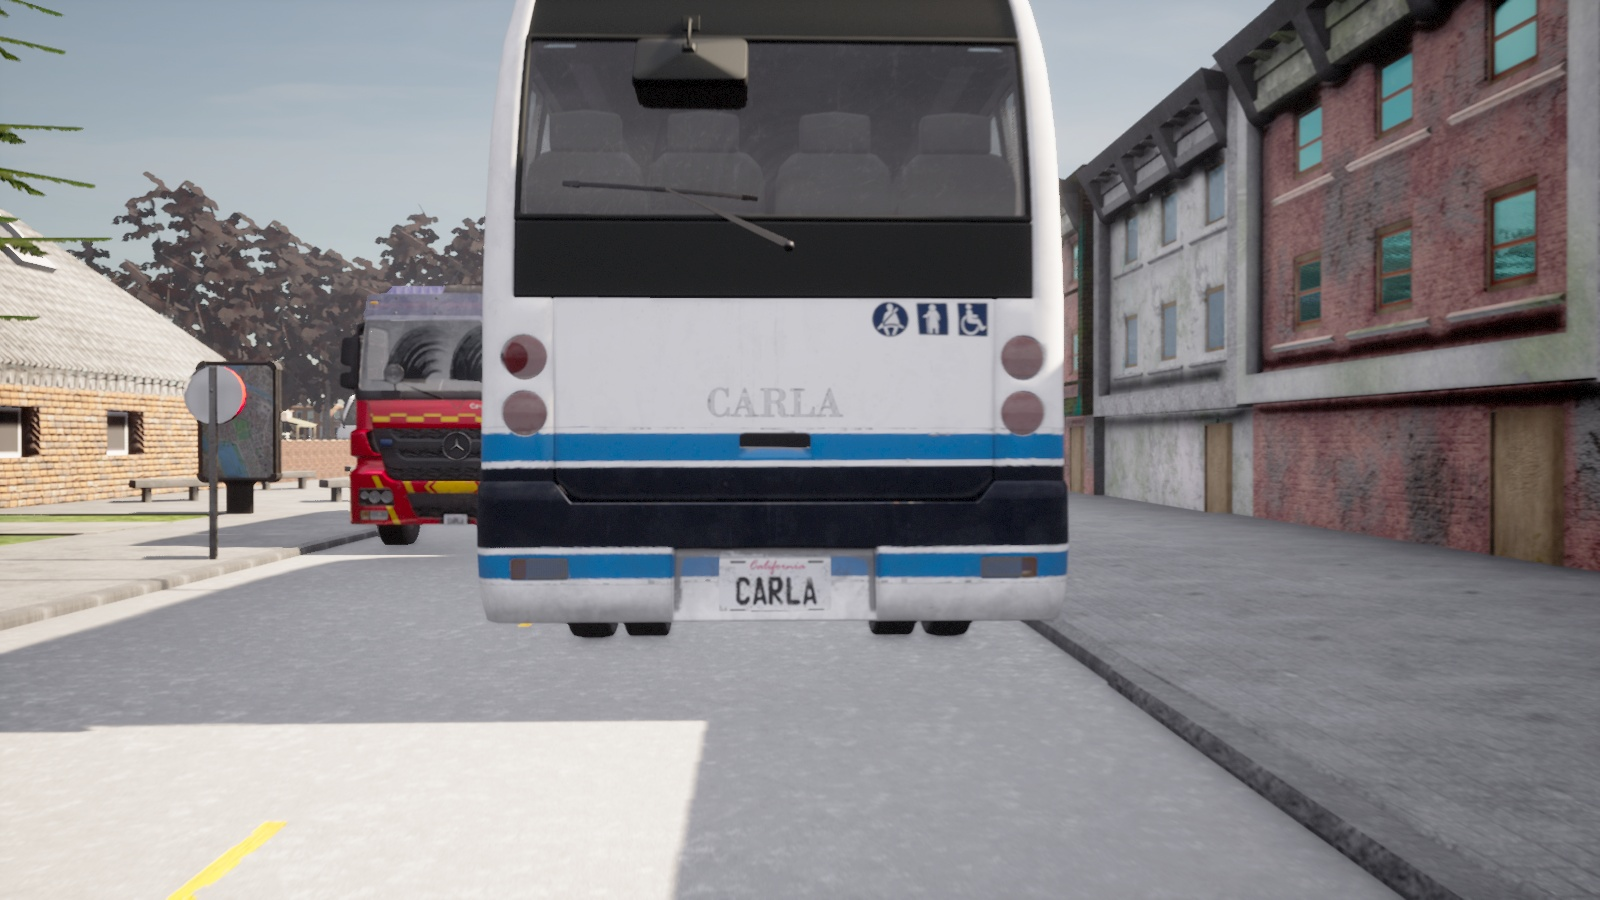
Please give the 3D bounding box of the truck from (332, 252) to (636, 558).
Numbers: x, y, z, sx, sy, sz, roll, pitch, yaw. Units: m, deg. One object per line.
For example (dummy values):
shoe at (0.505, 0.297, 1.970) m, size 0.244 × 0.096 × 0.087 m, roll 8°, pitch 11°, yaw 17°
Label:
truck at (-4.509, -0.602, 19.969) m, size 2.891 × 3.827 × 8.468 m, roll 0°, pitch 1°, yaw -1°

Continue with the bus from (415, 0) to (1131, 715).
bus at (-0.300, -0.739, 12.076) m, size 3.944 × 4.253 × 10.273 m, roll 0°, pitch 1°, yaw -2°

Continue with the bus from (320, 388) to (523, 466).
bus at (-21.070, -1.282, 70.534) m, size 10.273 × 4.253 × 3.944 m, roll 0°, pitch 1°, yaw -3°
